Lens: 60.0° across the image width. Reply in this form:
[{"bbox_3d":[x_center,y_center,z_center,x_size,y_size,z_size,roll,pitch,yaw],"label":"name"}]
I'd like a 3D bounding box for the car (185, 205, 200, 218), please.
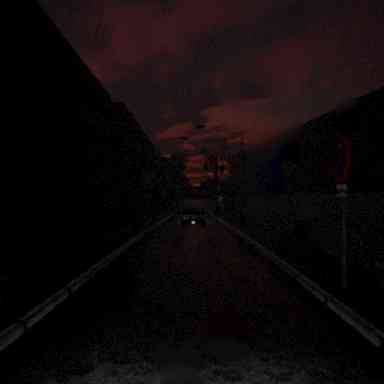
[{"bbox_3d":[0.103,2.492,43.146,1.812,1.442,4.674,0,-2,0],"label":"car"}]

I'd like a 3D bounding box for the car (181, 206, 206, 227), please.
[{"bbox_3d":[0.102,2.018,26.669,1.895,1.301,4.718,0,-2,0],"label":"car"}]
